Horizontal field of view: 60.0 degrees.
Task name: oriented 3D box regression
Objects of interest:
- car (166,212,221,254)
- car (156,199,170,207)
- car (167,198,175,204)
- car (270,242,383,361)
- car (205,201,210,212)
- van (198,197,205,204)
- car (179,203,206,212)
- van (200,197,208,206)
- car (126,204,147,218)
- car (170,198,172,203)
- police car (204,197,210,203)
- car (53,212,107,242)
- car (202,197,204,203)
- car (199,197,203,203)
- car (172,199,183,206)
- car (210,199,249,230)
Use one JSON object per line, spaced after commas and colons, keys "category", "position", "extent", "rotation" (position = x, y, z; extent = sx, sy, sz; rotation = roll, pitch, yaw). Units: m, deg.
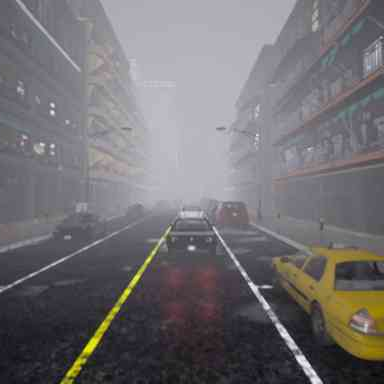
{"category": "car", "position": [-0.007, 1.735, 14.108], "extent": [1.895, 1.301, 4.718], "rotation": [0, -1, 0]}
{"category": "car", "position": [-5.722, 2.151, 62.871], "extent": [1.887, 1.381, 4.507], "rotation": [0, -1, 0]}
{"category": "car", "position": [-5.739, 2.436, 91.282], "extent": [1.887, 1.381, 4.507], "rotation": [0, -1, 0]}
{"category": "car", "position": [2.689, 1.585, 6.227], "extent": [1.752, 1.417, 4.829], "rotation": [0, -1, 0]}
{"category": "car", "position": [2.673, 1.880, 34.469], "extent": [2.008, 1.369, 4.403], "rotation": [0, -1, 0]}
{"category": "van", "position": [2.642, 2.232, 91.291], "extent": [1.690, 1.788, 3.998], "rotation": [0, -1, 0]}
{"category": "car", "position": [-0.015, 1.879, 29.110], "extent": [1.895, 1.301, 4.718], "rotation": [0, -1, 0]}
{"category": "van", "position": [2.652, 2.061, 74.245], "extent": [1.690, 1.788, 3.998], "rotation": [0, -1, 0]}
{"category": "car", "position": [-5.707, 1.911, 34.461], "extent": [1.802, 1.307, 4.206], "rotation": [0, -1, 0]}
{"category": "car", "position": [-5.726, 2.245, 68.554], "extent": [1.802, 1.307, 4.206], "rotation": [0, -1, 0]}
{"category": "police car", "position": [3.107, 1.884, 47.816], "extent": [1.930, 1.638, 5.238], "rotation": [0, -1, 0]}
{"category": "car", "position": [-5.698, 1.732, 17.414], "extent": [1.947, 1.339, 4.313], "rotation": [0, -1, 0]}
{"category": "car", "position": [3.109, 2.004, 54.705], "extent": [1.882, 1.535, 5.008], "rotation": [0, -1, 0]}
{"category": "car", "position": [2.655, 1.978, 68.563], "extent": [2.192, 1.841, 5.009], "rotation": [0, -1, 0]}
{"category": "car", "position": [-3.040, 2.164, 70.972], "extent": [1.882, 1.535, 5.008], "rotation": [0, -1, 0]}
{"category": "car", "position": [2.680, 1.535, 23.106], "extent": [2.192, 1.841, 5.009], "rotation": [0, -1, 0]}
